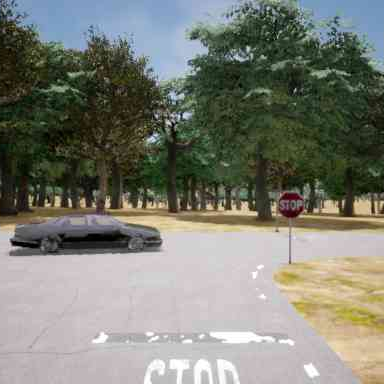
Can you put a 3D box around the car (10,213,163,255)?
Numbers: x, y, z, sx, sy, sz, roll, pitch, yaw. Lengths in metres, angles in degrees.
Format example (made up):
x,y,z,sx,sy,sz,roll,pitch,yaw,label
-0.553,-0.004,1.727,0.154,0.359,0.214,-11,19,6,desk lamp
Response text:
x,y,z,sx,sy,sz,roll,pitch,yaw,label
-3.864,1.525,12.757,5.357,1.411,2.033,1,1,-13,car
